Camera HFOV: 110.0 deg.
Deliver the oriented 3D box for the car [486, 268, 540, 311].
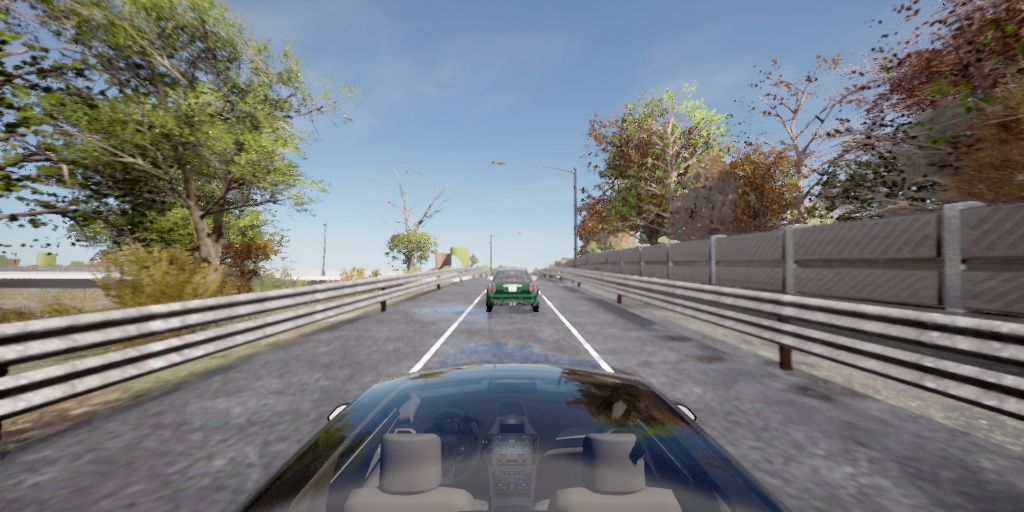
[{"bbox_3d":[0.038,1.303,15.679,2.097,1.767,4.553,0,-1,0],"label":"car"}]
